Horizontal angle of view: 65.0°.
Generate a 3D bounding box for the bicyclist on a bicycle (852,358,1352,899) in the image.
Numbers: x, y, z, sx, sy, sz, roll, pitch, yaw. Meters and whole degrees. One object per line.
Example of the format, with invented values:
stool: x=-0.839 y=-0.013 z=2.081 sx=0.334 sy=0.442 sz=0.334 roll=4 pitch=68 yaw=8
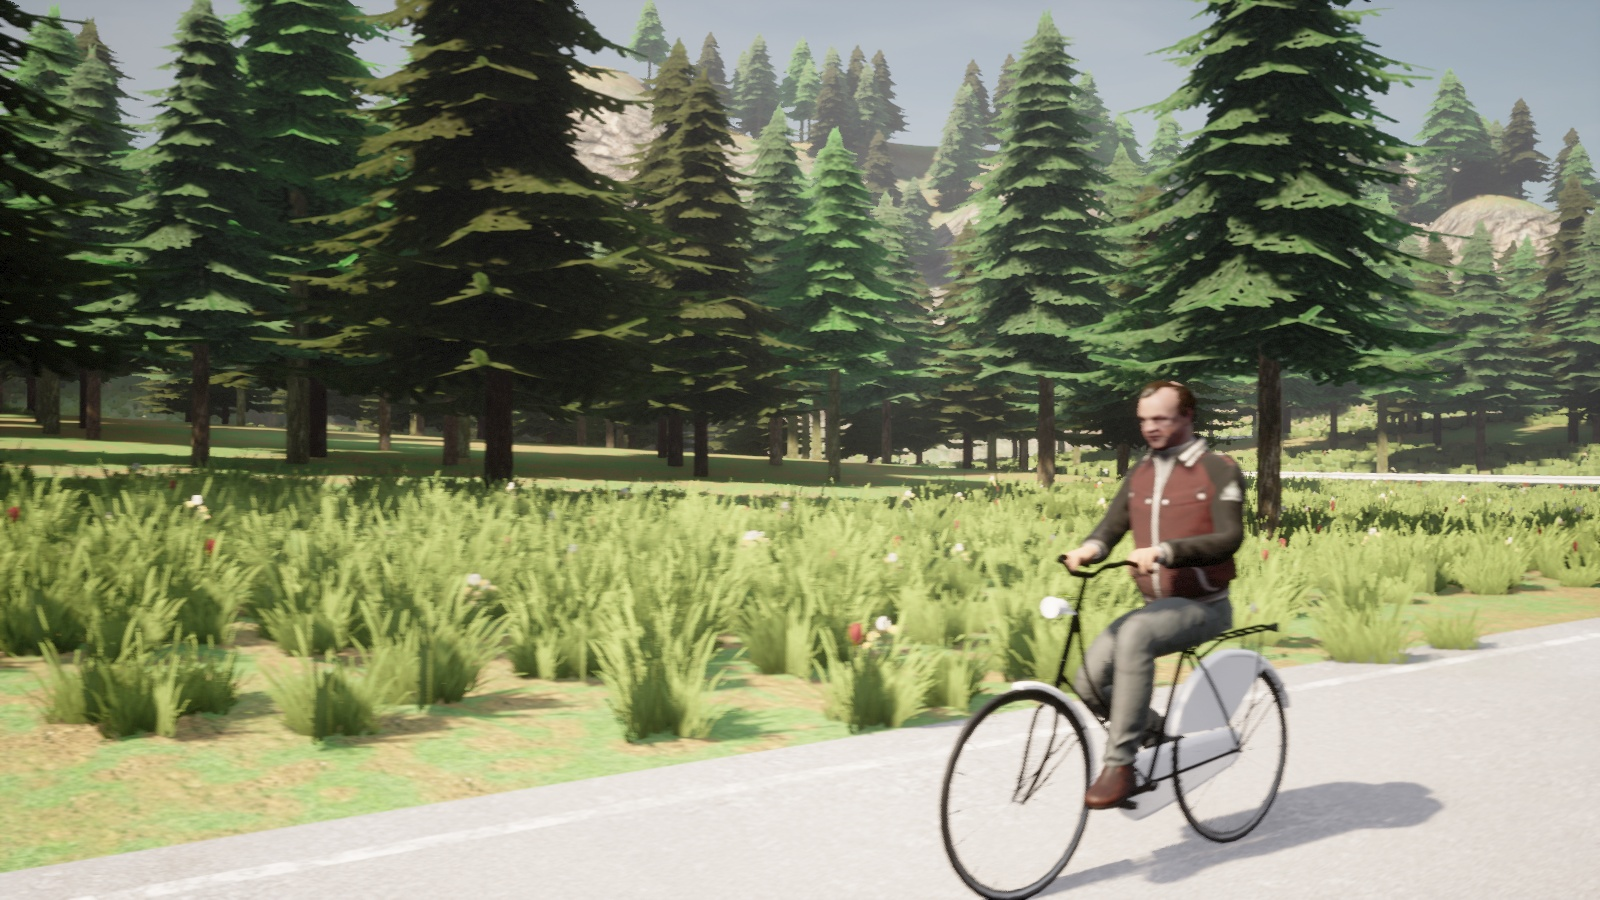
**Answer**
bicyclist on a bicycle: x=1.119 y=0.624 z=4.438 sx=1.843 sy=1.776 sz=0.659 roll=0 pitch=0 yaw=-35
